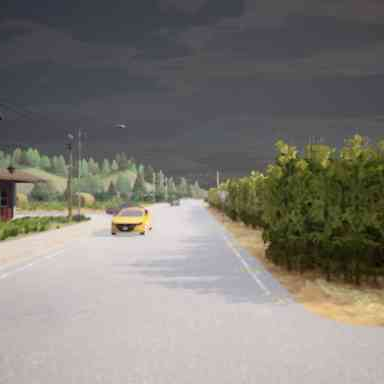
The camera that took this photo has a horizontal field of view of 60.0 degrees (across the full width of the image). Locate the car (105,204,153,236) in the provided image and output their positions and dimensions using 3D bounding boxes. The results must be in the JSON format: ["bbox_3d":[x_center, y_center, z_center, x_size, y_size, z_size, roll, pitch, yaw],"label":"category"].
[{"bbox_3d":[-3.527,1.701,20.187,1.882,1.535,5.008,0,-1,0],"label":"car"}]

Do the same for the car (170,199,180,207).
[{"bbox_3d":[-3.506,2.287,69.086,2.128,1.511,4.902,0,-1,0],"label":"car"}]

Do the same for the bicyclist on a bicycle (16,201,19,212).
[{"bbox_3d":[-21.974,1.731,41.461,0.582,1.620,1.656,0,0,-1],"label":"bicyclist on a bicycle"}]
